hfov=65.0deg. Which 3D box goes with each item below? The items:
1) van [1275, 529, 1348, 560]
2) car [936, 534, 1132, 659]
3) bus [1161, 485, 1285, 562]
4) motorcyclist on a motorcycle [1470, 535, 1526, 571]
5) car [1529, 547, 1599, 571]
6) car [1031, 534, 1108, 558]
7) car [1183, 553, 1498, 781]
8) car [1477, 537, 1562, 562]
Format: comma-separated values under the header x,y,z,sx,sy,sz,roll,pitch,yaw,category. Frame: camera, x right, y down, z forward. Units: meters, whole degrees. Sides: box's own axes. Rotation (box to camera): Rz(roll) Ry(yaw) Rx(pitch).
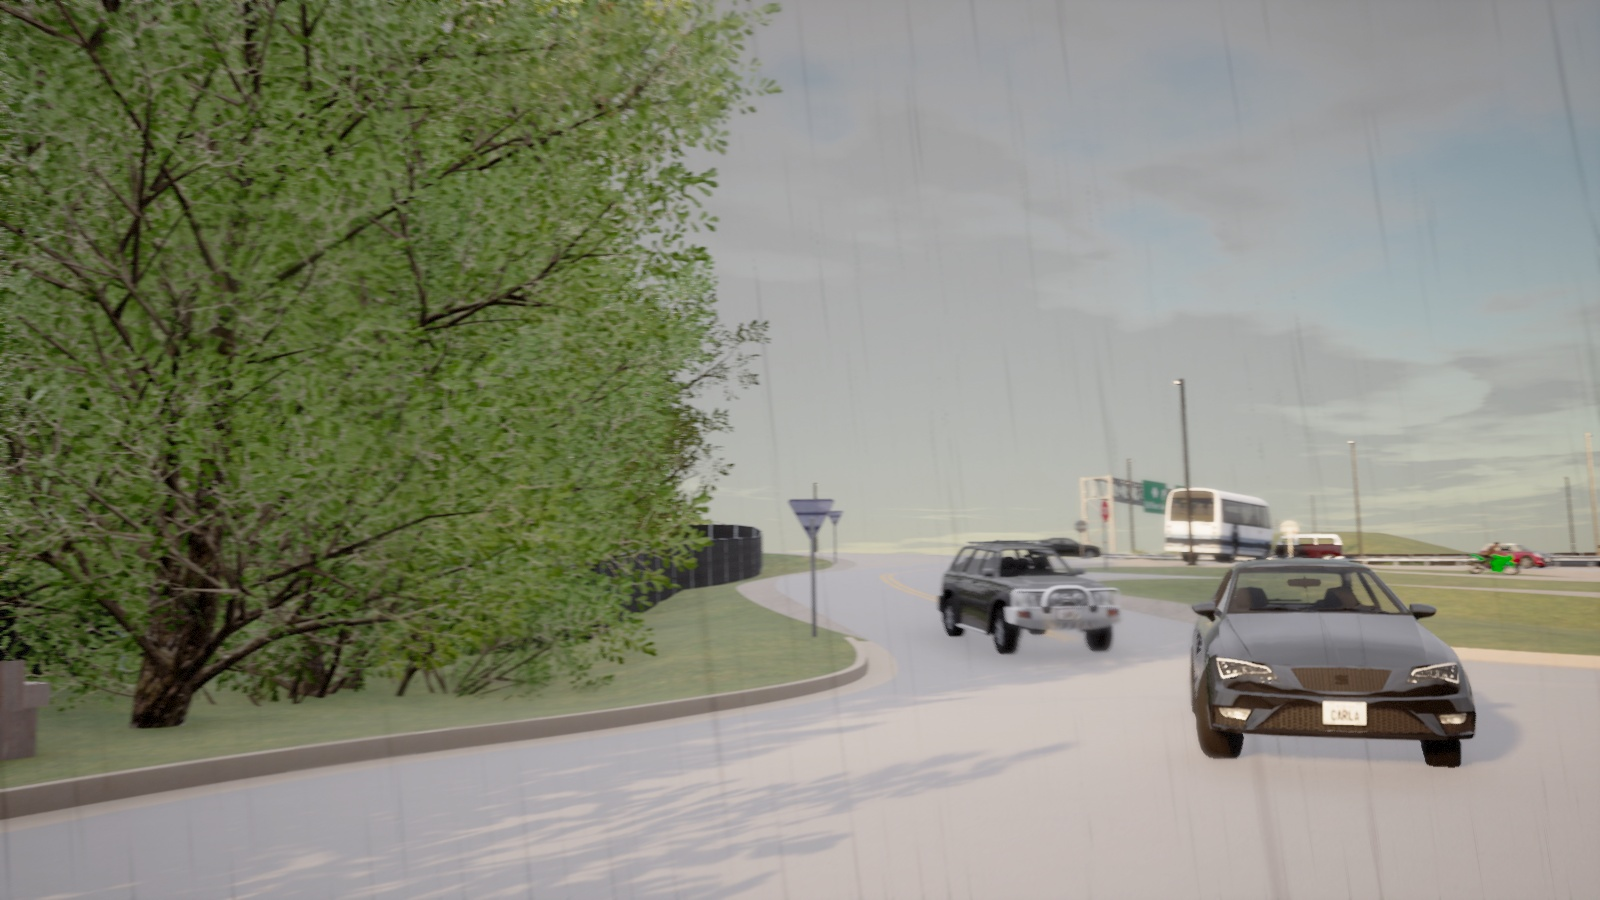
x,y,z,sx,sy,sz,roll,pitch,yaw,category
34.872,6.481,85.796,4.480,2.038,2.069,-1,-6,19,van
4.024,2.504,22.490,1.932,1.855,4.605,0,-3,-10,car
26.128,4.578,77.085,3.944,4.253,10.273,-1,-6,38,bus
31.013,4.568,55.815,2.044,1.523,0.797,-2,-6,38,motorcyclist on a motorcycle
50.864,7.143,82.396,4.902,1.511,2.128,-5,-7,37,car
18.676,6.650,87.239,5.008,1.535,1.882,0,-6,4,car
4.208,1.614,10.454,1.816,1.474,4.193,-2,-5,16,car
42.477,5.867,74.222,1.970,1.475,3.806,3,-5,-34,car
